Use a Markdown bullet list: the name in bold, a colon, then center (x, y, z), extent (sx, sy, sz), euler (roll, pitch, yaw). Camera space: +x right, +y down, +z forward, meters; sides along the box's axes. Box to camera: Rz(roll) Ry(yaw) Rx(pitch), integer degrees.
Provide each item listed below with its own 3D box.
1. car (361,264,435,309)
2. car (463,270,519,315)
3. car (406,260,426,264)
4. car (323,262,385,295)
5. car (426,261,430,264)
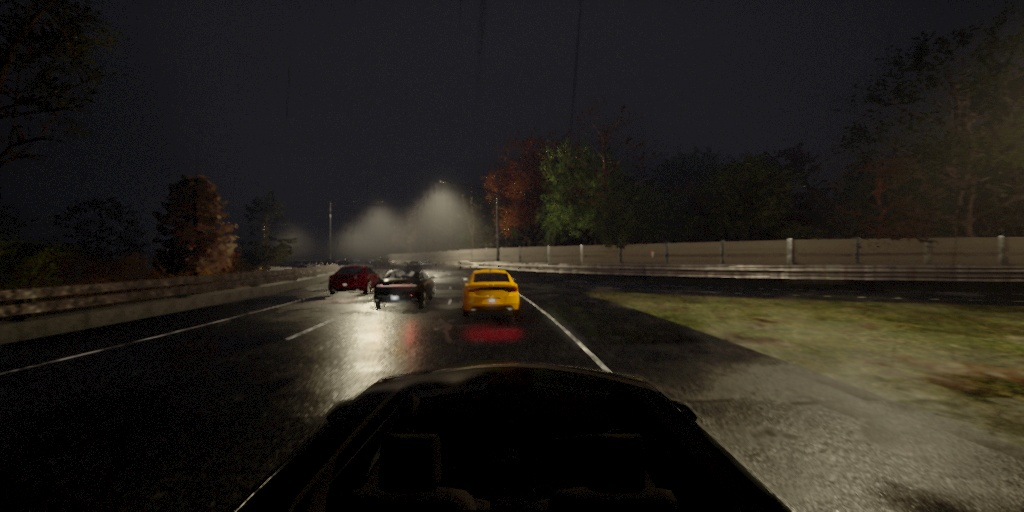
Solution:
- **car**: center (-4.425, 1.289, 15.233), extent (2.128, 1.511, 4.902), euler (0, 0, -6)
- **car**: center (-0.855, 1.256, 13.751), extent (1.882, 1.535, 5.008), euler (0, 0, -5)
- **car**: center (-11.845, 1.392, 42.846), extent (1.837, 1.490, 4.892), euler (0, 0, -22)
- **car**: center (-8.925, 1.307, 20.652), extent (1.882, 1.535, 5.008), euler (0, 0, -10)
- **car**: center (-13.830, 1.412, 54.888), extent (2.128, 1.511, 4.902), euler (0, 0, -28)
